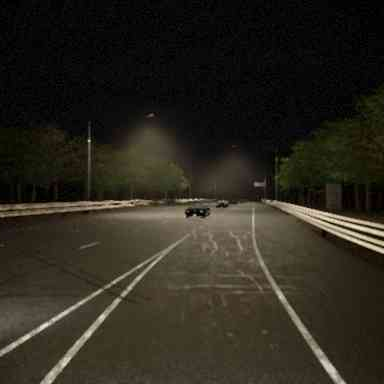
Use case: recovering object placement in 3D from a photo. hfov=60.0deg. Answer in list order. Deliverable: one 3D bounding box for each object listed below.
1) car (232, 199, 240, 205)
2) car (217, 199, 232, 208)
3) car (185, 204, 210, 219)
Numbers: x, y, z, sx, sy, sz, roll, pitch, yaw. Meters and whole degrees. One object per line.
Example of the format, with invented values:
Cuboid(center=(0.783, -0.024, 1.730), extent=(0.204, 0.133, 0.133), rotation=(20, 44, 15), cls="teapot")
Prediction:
Cuboid(center=(10.901, 2.516, 87.833), extent=(2.097, 1.767, 4.553), rotation=(0, -1, 11), cls="car")
Cuboid(center=(5.536, 2.187, 59.215), extent=(1.895, 1.301, 4.718), rotation=(0, -1, 11), cls="car")
Cuboid(center=(0.650, 1.852, 32.676), extent=(1.895, 1.301, 4.718), rotation=(0, 0, 10), cls="car")
